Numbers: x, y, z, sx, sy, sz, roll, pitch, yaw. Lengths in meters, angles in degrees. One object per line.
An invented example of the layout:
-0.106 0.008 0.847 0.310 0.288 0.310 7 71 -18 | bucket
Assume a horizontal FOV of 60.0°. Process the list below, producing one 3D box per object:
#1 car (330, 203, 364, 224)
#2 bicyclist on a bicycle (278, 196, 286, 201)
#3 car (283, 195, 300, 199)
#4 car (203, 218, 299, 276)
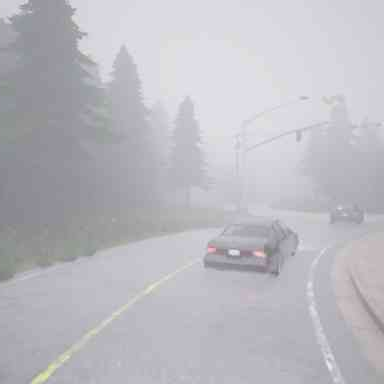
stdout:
11.164 1.490 23.959 1.994 1.385 4.181 0 0 29 | car
11.822 1.332 43.618 1.656 1.620 0.582 0 0 3 | bicyclist on a bicycle
19.064 1.304 63.180 4.902 1.511 2.128 0 0 -44 | car
2.074 1.512 10.366 2.033 1.411 5.357 0 0 25 | car
